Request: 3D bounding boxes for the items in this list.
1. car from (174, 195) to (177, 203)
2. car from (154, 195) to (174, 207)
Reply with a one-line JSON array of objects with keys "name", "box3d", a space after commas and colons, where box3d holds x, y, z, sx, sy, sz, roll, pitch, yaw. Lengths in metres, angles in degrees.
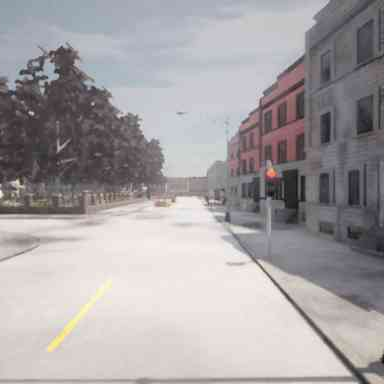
[{"name": "car", "box3d": [-4.011, 1.333, 63.311, 1.837, 1.490, 4.892, 0, 0, 1]}, {"name": "car", "box3d": [-4.073, 1.223, 47.037, 2.097, 1.767, 4.553, 0, 0, 0]}]
